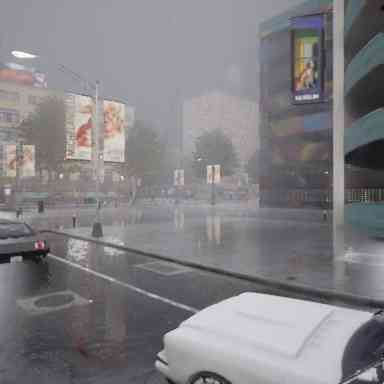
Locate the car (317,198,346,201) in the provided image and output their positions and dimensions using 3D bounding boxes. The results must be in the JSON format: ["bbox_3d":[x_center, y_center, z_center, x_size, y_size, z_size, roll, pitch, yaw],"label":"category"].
[{"bbox_3d":[17.392,1.334,42.569,4.674,1.452,2.002,0,0,-42],"label":"car"}]

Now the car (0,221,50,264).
[{"bbox_3d":[-6.466,1.611,11.017,1.895,1.301,4.718,0,0,-43],"label":"car"}]

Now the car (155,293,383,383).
[{"bbox_3d":[1.968,1.601,2.737,4.718,1.301,1.895,0,0,36],"label":"car"}]

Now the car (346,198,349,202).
[{"bbox_3d":[23.623,1.430,53.835,4.786,1.482,2.161,0,0,-42],"label":"car"}]
